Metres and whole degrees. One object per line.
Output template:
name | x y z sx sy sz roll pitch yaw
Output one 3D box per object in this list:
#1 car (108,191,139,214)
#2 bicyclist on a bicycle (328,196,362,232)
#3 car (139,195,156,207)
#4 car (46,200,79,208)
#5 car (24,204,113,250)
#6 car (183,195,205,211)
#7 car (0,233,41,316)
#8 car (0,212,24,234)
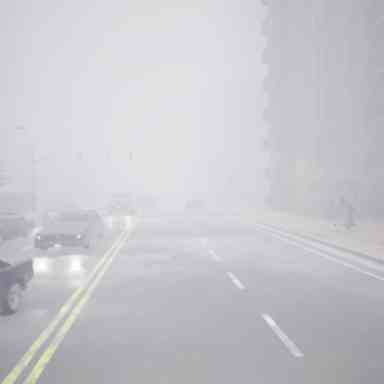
car | -6.675 0.973 31.907 2.150 2.045 5.566 -1 0 -6
bicyclist on a bicycle | 6.984 1.026 15.177 1.656 1.620 0.582 -1 1 -6
car | -6.204 1.086 43.342 1.882 1.535 5.008 -1 1 -25
car | -9.512 1.365 24.682 2.128 1.511 4.902 -1 1 -5
car | -4.960 1.469 14.289 2.033 1.411 5.357 -1 1 -6
car | 0.162 1.094 34.007 1.882 1.535 5.008 -1 1 -6
car | -3.978 1.617 4.639 1.895 1.301 4.718 -1 1 -6
car | -8.475 1.577 14.268 1.895 1.301 4.718 -1 1 -6
